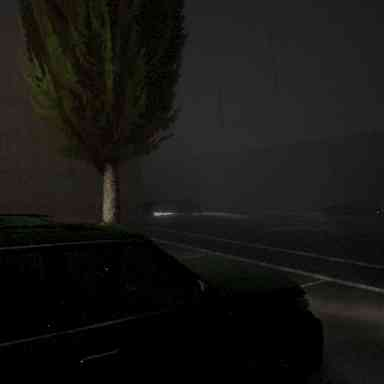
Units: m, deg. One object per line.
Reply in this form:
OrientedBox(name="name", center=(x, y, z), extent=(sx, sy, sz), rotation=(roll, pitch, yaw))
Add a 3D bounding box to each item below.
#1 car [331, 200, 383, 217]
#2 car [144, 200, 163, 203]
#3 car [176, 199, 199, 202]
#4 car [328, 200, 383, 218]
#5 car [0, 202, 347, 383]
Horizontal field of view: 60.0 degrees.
OrientedBox(name="car", center=(16.438, 1.542, 32.827), extent=(1.812, 1.442, 4.674), rotation=(0, 0, -35))
OrientedBox(name="car", center=(-4.331, 1.574, 37.713), extent=(1.994, 1.385, 4.181), rotation=(0, 0, -35))
OrientedBox(name="car", center=(-0.205, 1.503, 37.926), extent=(2.128, 1.511, 4.902), rotation=(0, 0, -35))
OrientedBox(name="car", center=(14.210, 1.506, 29.933), extent=(2.128, 1.511, 4.902), rotation=(0, 0, -35))
OrientedBox(name="car", center=(-1.238, 1.223, 2.863), extent=(5.566, 2.045, 2.150), rotation=(0, 0, -36))
